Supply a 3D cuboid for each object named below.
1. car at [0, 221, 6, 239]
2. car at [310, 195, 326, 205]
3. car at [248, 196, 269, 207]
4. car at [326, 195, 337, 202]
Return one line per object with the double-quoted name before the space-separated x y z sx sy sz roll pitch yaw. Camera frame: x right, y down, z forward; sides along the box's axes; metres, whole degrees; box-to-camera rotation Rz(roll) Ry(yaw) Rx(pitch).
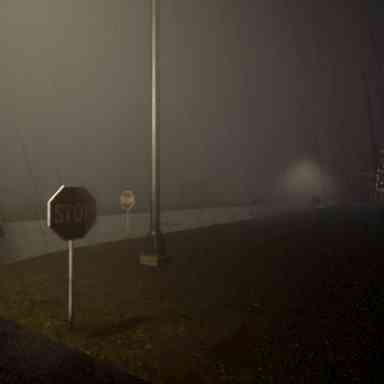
"car" -9.911 1.225 12.057 2.150 2.045 5.566 0 0 34
"car" 24.606 1.553 65.771 2.097 1.767 4.553 0 0 27
"car" 11.265 1.499 56.240 2.097 1.767 4.553 0 0 34
"car" 35.182 1.585 85.554 2.097 1.767 4.553 0 0 34
